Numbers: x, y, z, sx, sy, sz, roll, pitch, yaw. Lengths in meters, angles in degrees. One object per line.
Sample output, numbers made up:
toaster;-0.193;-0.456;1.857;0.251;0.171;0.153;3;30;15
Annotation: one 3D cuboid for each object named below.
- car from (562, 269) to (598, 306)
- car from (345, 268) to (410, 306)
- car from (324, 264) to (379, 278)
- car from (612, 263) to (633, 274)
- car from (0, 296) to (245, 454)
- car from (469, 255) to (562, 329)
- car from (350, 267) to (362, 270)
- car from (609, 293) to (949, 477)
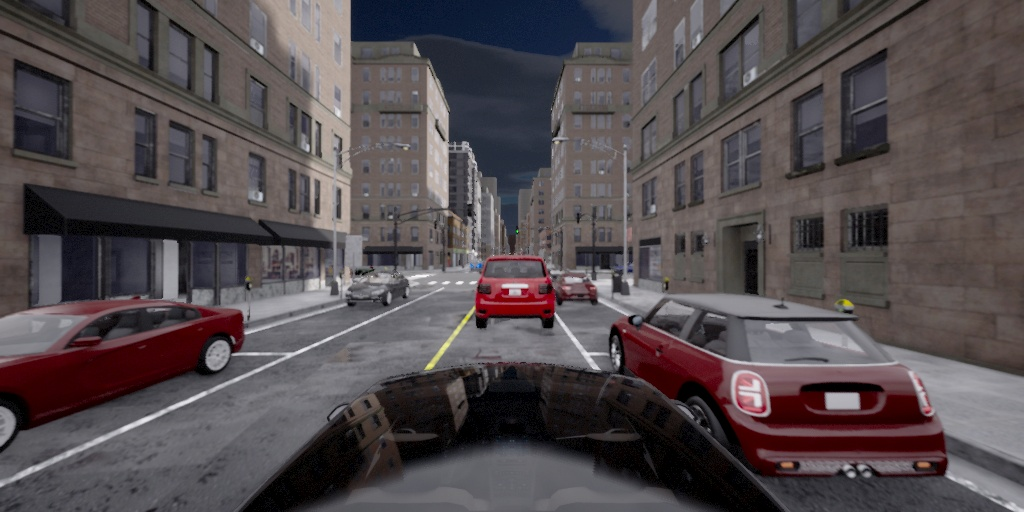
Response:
car;2.688;1.403;16.019;1.802;1.307;4.207;0;0;0
car;-5.838;1.372;16.025;2.007;1.370;4.403;0;0;0
car;-16.400;1.505;36.759;4.718;1.301;1.895;0;0;0
car;14.581;1.504;43.588;4.674;1.442;1.812;0;0;-2
car;-5.854;1.310;4.833;1.888;1.381;4.507;0;0;0
car;0.081;1.018;11.547;2.150;2.045;5.566;0;-1;0
car;-16.924;1.243;33.512;4.553;1.767;2.097;0;0;0
car;2.672;1.205;4.830;1.967;1.591;4.097;0;0;0
